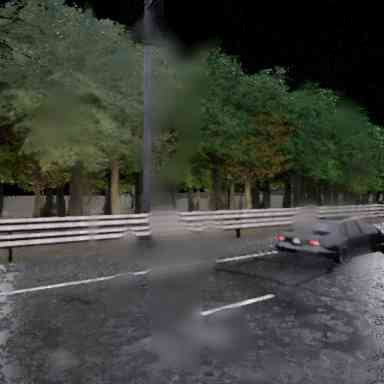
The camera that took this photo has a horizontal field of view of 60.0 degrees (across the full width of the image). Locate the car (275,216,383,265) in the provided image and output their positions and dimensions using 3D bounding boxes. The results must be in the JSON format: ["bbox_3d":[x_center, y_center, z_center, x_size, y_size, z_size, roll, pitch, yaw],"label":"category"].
[{"bbox_3d":[5.324,1.583,11.839,5.357,1.411,2.033,0,0,-35],"label":"car"}]
